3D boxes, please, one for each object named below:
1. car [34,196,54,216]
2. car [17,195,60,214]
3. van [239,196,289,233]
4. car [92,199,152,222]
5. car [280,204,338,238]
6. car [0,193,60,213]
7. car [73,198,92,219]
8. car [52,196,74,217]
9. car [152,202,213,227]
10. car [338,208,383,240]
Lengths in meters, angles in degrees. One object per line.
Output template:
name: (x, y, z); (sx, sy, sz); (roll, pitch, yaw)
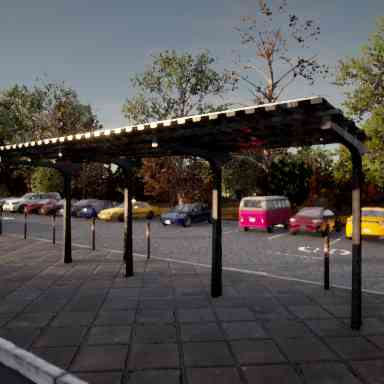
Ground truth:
car: (-11.443, 1.374, 30.752); (2.097, 1.535, 5.008); (0, 0, 35)
car: (-13.710, 1.360, 32.354); (2.097, 1.535, 5.008); (0, 0, 35)
van: (4.486, 1.246, 19.626); (1.878, 1.987, 4.442); (0, 0, 35)
car: (-4.755, 1.413, 25.789); (1.946, 1.575, 5.366); (0, 0, 35)
car: (6.681, 1.526, 17.927); (2.002, 1.452, 4.674); (0, 0, 35)
car: (-15.995, 1.094, 33.928); (2.435, 2.045, 5.566); (0, 0, 35)
car: (-6.897, 1.431, 27.567); (2.163, 1.488, 4.792); (0, 0, 35)
car: (-9.176, 1.389, 29.150); (2.231, 1.521, 4.892); (0, 0, 35)
car: (-0.131, 1.473, 22.712); (2.163, 1.488, 4.792); (0, 0, 35)
car: (8.948, 1.500, 16.322); (2.097, 1.535, 5.008); (0, 0, 35)
